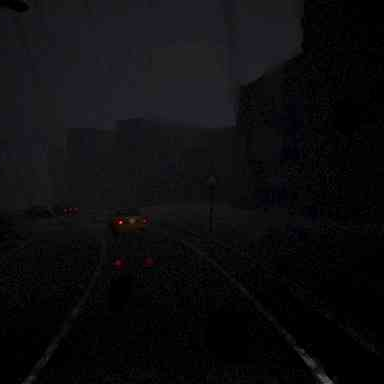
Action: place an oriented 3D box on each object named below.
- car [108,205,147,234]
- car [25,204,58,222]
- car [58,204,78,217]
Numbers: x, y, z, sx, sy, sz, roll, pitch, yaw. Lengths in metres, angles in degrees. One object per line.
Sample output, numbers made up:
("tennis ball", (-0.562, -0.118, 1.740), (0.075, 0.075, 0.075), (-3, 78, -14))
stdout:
("car", (-4.018, 1.558, 20.070), (1.801, 1.575, 5.366), (-2, 0, -19))
("car", (-15.488, 2.061, 33.539), (1.882, 1.535, 5.008), (-3, 0, -37))
("car", (-15.196, 2.079, 39.074), (2.033, 1.411, 5.357), (-4, 1, -41))
